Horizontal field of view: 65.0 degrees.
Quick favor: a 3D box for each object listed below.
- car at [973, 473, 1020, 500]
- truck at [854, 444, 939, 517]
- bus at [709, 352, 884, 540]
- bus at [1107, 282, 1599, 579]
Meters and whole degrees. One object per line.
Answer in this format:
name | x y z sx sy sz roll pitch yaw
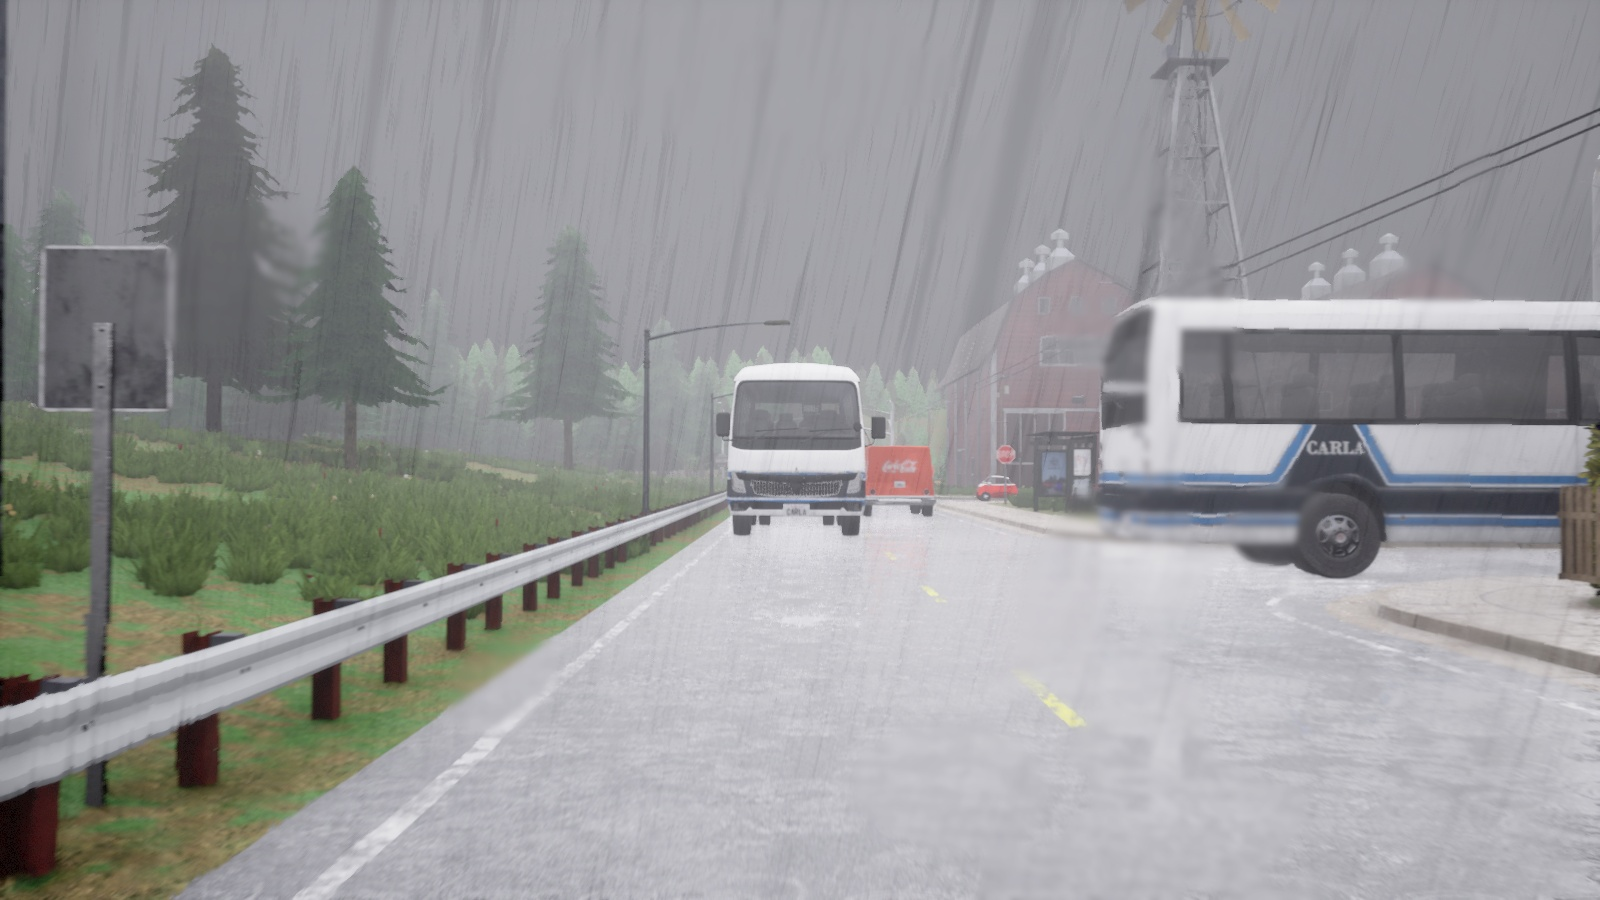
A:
car | 10.364 1.938 66.336 2.207 1.376 1.481 0 -1 -1
truck | 3.388 1.072 45.271 2.627 2.467 5.204 0 -1 0
bus | -0.085 0.001 33.564 3.944 4.253 10.273 0 -1 0
bus | 10.552 -0.268 20.061 10.273 4.253 3.944 0 -1 0
